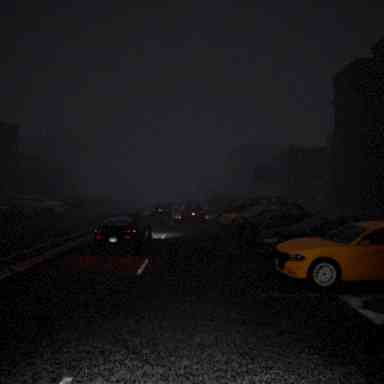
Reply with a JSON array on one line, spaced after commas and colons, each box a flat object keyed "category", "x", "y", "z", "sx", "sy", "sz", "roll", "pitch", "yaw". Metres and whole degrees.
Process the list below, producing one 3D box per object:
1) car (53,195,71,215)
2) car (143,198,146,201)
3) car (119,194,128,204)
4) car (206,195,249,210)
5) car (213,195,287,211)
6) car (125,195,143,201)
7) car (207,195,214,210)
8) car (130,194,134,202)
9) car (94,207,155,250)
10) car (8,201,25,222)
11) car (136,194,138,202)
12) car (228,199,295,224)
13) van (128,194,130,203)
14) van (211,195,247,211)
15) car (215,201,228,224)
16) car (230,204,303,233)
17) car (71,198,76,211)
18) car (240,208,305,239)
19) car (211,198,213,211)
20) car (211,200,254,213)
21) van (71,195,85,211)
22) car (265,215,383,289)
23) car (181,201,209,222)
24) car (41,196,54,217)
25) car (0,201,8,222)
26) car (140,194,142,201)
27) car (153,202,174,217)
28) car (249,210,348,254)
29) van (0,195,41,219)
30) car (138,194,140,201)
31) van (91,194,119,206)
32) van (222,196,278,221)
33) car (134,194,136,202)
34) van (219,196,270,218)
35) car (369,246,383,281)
[{"category": "car", "x": -15.785, "y": 1.372, "z": 33.743, "sx": 5.566, "sy": 2.045, "sz": 2.435, "roll": 0, "pitch": 0, "yaw": 0}, {"category": "car", "x": -15.951, "y": 1.476, "z": 88.885, "sx": 5.566, "sy": 2.045, "sz": 2.435, "roll": 0, "pitch": -1, "yaw": 0}, {"category": "car", "x": -15.844, "y": 1.340, "z": 64.075, "sx": 5.566, "sy": 2.045, "sz": 2.435, "roll": 0, "pitch": 0, "yaw": 0}, {"category": "car", "x": 4.774, "y": 1.378, "z": 44.932, "sx": 5.566, "sy": 2.045, "sz": 2.435, "roll": 0, "pitch": 0, "yaw": 0}, {"category": "car", "x": 4.678, "y": 1.348, "z": 25.360, "sx": 5.566, "sy": 2.045, "sz": 2.435, "roll": 0, "pitch": 0, "yaw": 0}, {"category": "car", "x": -15.895, "y": 1.635, "z": 91.639, "sx": 4.553, "sy": 1.767, "sz": 2.185, "roll": 0, "pitch": -1, "yaw": 0}, {"category": "car", "x": 4.751, "y": 1.377, "z": 36.596, "sx": 5.566, "sy": 2.045, "sz": 2.435, "roll": 0, "pitch": 0, "yaw": 0}, {"category": "car", "x": -15.895, "y": 1.604, "z": 72.346, "sx": 5.008, "sy": 1.535, "sz": 2.097, "roll": 0, "pitch": 0, "yaw": 0}, {"category": "car", "x": -2.901, "y": 1.591, "z": 14.512, "sx": 1.812, "sy": 1.442, "sz": 4.674, "roll": 0, "pitch": 0, "yaw": 0}, {"category": "car", "x": -15.794, "y": 1.642, "z": 25.467, "sx": 4.674, "sy": 1.452, "sz": 2.002, "roll": 0, "pitch": 0, "yaw": 0}, {"category": "car", "x": -15.907, "y": 1.632, "z": 77.858, "sx": 4.892, "sy": 1.521, "sz": 2.231, "roll": 0, "pitch": 0, "yaw": 0}, {"category": "car", "x": 4.740, "y": 1.450, "z": 19.920, "sx": 4.553, "sy": 1.767, "sz": 2.185, "roll": 0, "pitch": 0, "yaw": 0}, {"category": "van", "x": -15.999, "y": 1.371, "z": 69.712, "sx": 4.442, "sy": 1.987, "sz": 1.878, "roll": 0, "pitch": 0, "yaw": 0}, {"category": "van", "x": 4.620, "y": 1.405, "z": 42.156, "sx": 4.442, "sy": 1.987, "sz": 1.878, "roll": 0, "pitch": 0, "yaw": 0}, {"category": "car", "x": 4.523, "y": 1.586, "z": 22.576, "sx": 5.366, "sy": 1.575, "sz": 1.946, "roll": 0, "pitch": 0, "yaw": 0}, {"category": "car", "x": 4.703, "y": 1.561, "z": 17.141, "sx": 5.008, "sy": 1.535, "sz": 2.097, "roll": 0, "pitch": 0, "yaw": 0}, {"category": "car", "x": -15.789, "y": 1.657, "z": 36.500, "sx": 4.792, "sy": 1.488, "sz": 2.163, "roll": 0, "pitch": 0, "yaw": 0}, {"category": "car", "x": 4.738, "y": 1.574, "z": 14.361, "sx": 4.792, "sy": 1.488, "sz": 2.163, "roll": 0, "pitch": 0, "yaw": 0}, {"category": "car", "x": 4.710, "y": 1.625, "z": 33.695, "sx": 4.892, "sy": 1.521, "sz": 2.231, "roll": 0, "pitch": 0, "yaw": 0}, {"category": "car", "x": 4.702, "y": 1.660, "z": 39.249, "sx": 4.792, "sy": 1.488, "sz": 2.163, "roll": 0, "pitch": 0, "yaw": 0}, {"category": "van", "x": -15.946, "y": 1.405, "z": 42.019, "sx": 4.442, "sy": 1.987, "sz": 1.878, "roll": 0, "pitch": 0, "yaw": 0}, {"category": "car", "x": 4.714, "y": 1.511, "z": 8.678, "sx": 5.008, "sy": 1.535, "sz": 2.097, "roll": 0, "pitch": 0, "yaw": 0}, {"category": "car", "x": 0.103, "y": 1.692, "z": 27.975, "sx": 1.994, "sy": 1.385, "sz": 4.181, "roll": 0, "pitch": 0, "yaw": 0}, {"category": "car", "x": -15.839, "y": 1.493, "z": 30.984, "sx": 4.553, "sy": 1.767, "sz": 2.185, "roll": 0, "pitch": 0, "yaw": 0}, {"category": "car", "x": -15.977, "y": 1.589, "z": 22.710, "sx": 5.366, "sy": 1.575, "sz": 1.946, "roll": 0, "pitch": 0, "yaw": 0}, {"category": "car", "x": -15.906, "y": 1.672, "z": 83.370, "sx": 5.008, "sy": 1.535, "sz": 2.097, "roll": 0, "pitch": 0, "yaw": 0}, {"category": "car", "x": -2.892, "y": 1.689, "z": 32.724, "sx": 2.033, "sy": 1.411, "sz": 5.357, "roll": 0, "pitch": 0, "yaw": 0}, {"category": "car", "x": 4.715, "y": 1.530, "z": 11.581, "sx": 4.892, "sy": 1.521, "sz": 2.231, "roll": 0, "pitch": 0, "yaw": 0}, {"category": "van", "x": -15.685, "y": 1.385, "z": 28.227, "sx": 4.442, "sy": 1.987, "sz": 1.878, "roll": 0, "pitch": 0, "yaw": 0}, {"category": "car", "x": -15.911, "y": 1.651, "z": 80.614, "sx": 4.892, "sy": 1.521, "sz": 2.231, "roll": 0, "pitch": 0, "yaw": 0}, {"category": "van", "x": -15.745, "y": 1.375, "z": 58.564, "sx": 4.442, "sy": 1.987, "sz": 1.878, "roll": 0, "pitch": 0, "yaw": 0}, {"category": "van", "x": 4.826, "y": 1.384, "z": 28.259, "sx": 4.442, "sy": 1.987, "sz": 1.878, "roll": 0, "pitch": 0, "yaw": 0}, {"category": "car", "x": -15.865, "y": 1.645, "z": 75.102, "sx": 4.792, "sy": 1.488, "sz": 2.163, "roll": 0, "pitch": 0, "yaw": 0}, {"category": "van", "x": 4.831, "y": 1.392, "z": 30.913, "sx": 4.442, "sy": 1.987, "sz": 1.878, "roll": 0, "pitch": 0, "yaw": 0}, {"category": "car", "x": 4.895, "y": 1.483, "z": 3.121, "sx": 5.366, "sy": 1.575, "sz": 1.946, "roll": 0, "pitch": 0, "yaw": 0}]
